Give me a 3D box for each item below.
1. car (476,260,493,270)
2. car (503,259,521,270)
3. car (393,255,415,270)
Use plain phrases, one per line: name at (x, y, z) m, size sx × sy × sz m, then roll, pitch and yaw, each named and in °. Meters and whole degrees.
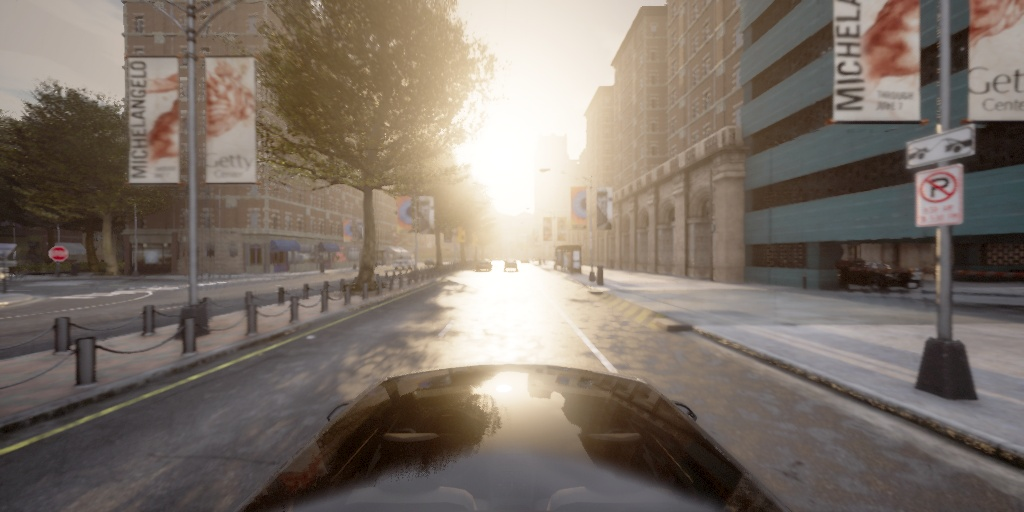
car at (-3.649, 1.182, 47.885) m, size 1.994 × 1.385 × 4.181 m, roll 0°, pitch 0°, yaw 0°
car at (-0.160, 1.127, 47.469) m, size 1.812 × 1.442 × 4.674 m, roll 0°, pitch 0°, yaw 0°
car at (-15.338, 0.888, 51.946) m, size 2.150 × 2.045 × 5.566 m, roll 0°, pitch 0°, yaw 0°
